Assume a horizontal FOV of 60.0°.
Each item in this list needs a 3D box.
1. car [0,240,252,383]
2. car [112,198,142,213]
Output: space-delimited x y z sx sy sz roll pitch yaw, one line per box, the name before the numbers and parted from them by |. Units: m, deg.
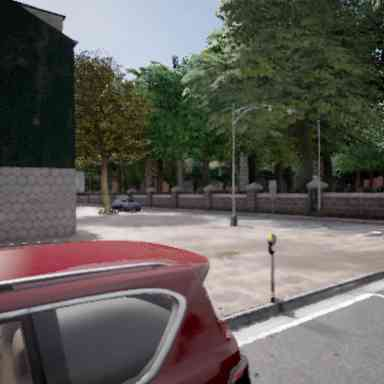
car | -1.902 1.325 1.453 5.009 1.841 2.192 -1 0 -36
car | -7.795 1.514 39.606 2.097 1.767 4.553 -1 0 -35
